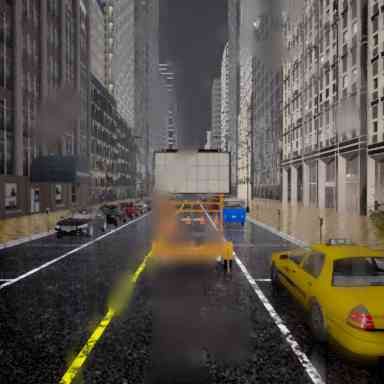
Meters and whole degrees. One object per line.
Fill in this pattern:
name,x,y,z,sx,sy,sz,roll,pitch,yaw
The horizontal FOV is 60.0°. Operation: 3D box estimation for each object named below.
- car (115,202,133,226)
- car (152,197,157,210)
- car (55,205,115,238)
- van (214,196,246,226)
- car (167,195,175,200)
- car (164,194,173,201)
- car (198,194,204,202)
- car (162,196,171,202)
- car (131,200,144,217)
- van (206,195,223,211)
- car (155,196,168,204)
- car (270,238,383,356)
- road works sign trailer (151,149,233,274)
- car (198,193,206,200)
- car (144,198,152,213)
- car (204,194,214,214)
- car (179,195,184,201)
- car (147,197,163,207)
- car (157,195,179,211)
car,-5.694,1.560,23.155,1.947,1.339,4.313,-1,0,0
car,-5.691,1.572,40.206,1.802,1.307,4.206,-1,0,0
car,-5.695,1.547,17.471,2.008,1.369,4.403,-1,0,0
van,2.685,1.336,23.153,1.690,1.788,3.998,-1,0,0
car,-5.683,1.501,91.189,1.752,1.417,4.829,-1,0,0
car,-5.686,1.419,79.991,1.967,1.590,4.097,-1,0,0
car,2.693,1.535,62.938,2.008,1.369,4.403,-1,0,0
car,-5.685,1.563,74.307,1.802,1.307,4.206,-1,0,0
car,-5.693,1.538,28.838,1.887,1.381,4.507,-1,0,0
van,2.687,1.332,40.204,1.690,1.788,3.998,-1,0,0
car,-5.687,1.535,62.940,2.008,1.369,4.403,-1,0,0
car,2.684,1.524,6.272,1.752,1.417,4.829,-1,0,0
road works sign trailer,0.003,0.462,10.502,2.380,3.560,2.880,0,0,0
car,2.695,1.290,91.357,2.192,1.841,5.009,-1,0,0
car,-5.693,1.543,34.522,2.008,1.369,4.403,-1,0,0
car,2.686,1.307,34.520,2.192,1.841,5.009,-1,0,0
car,-2.984,1.541,86.916,1.994,1.385,4.181,0,0,0
car,-5.690,1.538,51.573,2.008,1.369,4.403,-1,0,0
car,-3.091,1.342,41.071,2.097,1.767,4.553,0,0,0
